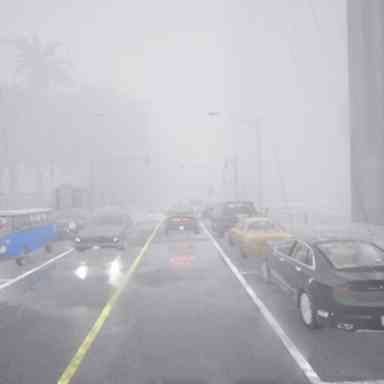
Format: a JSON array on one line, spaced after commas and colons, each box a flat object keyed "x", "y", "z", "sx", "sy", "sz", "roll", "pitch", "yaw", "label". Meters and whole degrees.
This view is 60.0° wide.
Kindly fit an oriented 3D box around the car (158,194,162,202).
[{"x": -8.980, "y": 1.723, "z": 81.517, "sx": 1.967, "sy": 1.590, "sz": 4.097, "roll": -1, "pitch": 0, "yaw": -2, "label": "car"}]

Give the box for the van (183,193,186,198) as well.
[{"x": -0.905, "y": 1.448, "z": 92.676, "sx": 1.690, "sy": 1.788, "sz": 3.998, "roll": -1, "pitch": 0, "yaw": -2, "label": "van"}]

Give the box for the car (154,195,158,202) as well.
[{"x": -8.321, "y": 1.701, "z": 65.269, "sx": 1.967, "sy": 1.590, "sz": 4.097, "roll": -1, "pitch": 0, "yaw": -2, "label": "car"}]

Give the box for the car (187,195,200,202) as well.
[{"x": 0.639, "y": 1.619, "z": 54.764, "sx": 1.947, "sy": 1.339, "sz": 4.313, "roll": -1, "pitch": 0, "yaw": -2, "label": "car"}]

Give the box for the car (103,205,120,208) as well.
[{"x": -6.805, "y": 1.773, "z": 28.021, "sx": 1.802, "sy": 1.307, "sz": 4.206, "roll": -2, "pitch": 0, "yaw": -2, "label": "car"}]

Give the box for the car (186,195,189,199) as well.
[{"x": 0.420, "y": 1.629, "z": 60.180, "sx": 1.947, "sy": 1.339, "sz": 4.313, "roll": -1, "pitch": 0, "yaw": -2, "label": "car"}]

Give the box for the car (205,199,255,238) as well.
[{"x": 2.145, "y": 1.294, "z": 17.508, "sx": 2.192, "sy": 1.841, "sz": 5.009, "roll": -2, "pitch": 0, "yaw": -2, "label": "car"}]

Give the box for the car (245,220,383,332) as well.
[{"x": 2.591, "y": 1.504, "z": 6.666, "sx": 2.008, "sy": 1.369, "sz": 4.403, "roll": -2, "pitch": 0, "yaw": -2, "label": "car"}]

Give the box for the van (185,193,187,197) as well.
[{"x": -0.026, "y": 1.421, "z": 71.012, "sx": 1.690, "sy": 1.788, "sz": 3.998, "roll": -1, "pitch": 0, "yaw": -2, "label": "van"}]

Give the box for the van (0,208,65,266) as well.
[{"x": -6.151, "y": 1.496, "z": 11.756, "sx": 1.690, "sy": 1.788, "sz": 3.998, "roll": -2, "pitch": 0, "yaw": -2, "label": "van"}]

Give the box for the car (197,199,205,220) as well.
[{"x": 1.711, "y": 1.569, "z": 28.349, "sx": 1.947, "sy": 1.339, "sz": 4.313, "roll": -2, "pitch": 0, "yaw": -2, "label": "car"}]

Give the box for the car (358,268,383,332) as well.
[{"x": 2.809, "y": 1.484, "z": 1.246, "sx": 1.887, "sy": 1.381, "sz": 4.507, "roll": -2, "pitch": 0, "yaw": -2, "label": "car"}]

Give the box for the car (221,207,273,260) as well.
[{"x": 2.363, "y": 1.492, "z": 12.257, "sx": 1.752, "sy": 1.417, "sz": 4.829, "roll": -2, "pitch": 0, "yaw": -2, "label": "car"}]

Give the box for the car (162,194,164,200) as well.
[{"x": -9.203, "y": 1.604, "z": 86.933, "sx": 2.192, "sy": 1.841, "sz": 5.009, "roll": -1, "pitch": 0, "yaw": -2, "label": "car"}]

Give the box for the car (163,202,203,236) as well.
[{"x": -0.596, "y": 1.547, "z": 18.976, "sx": 1.837, "sy": 1.490, "sz": 4.892, "roll": -1, "pitch": 0, "yaw": -2, "label": "car"}]

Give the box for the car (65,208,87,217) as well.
[{"x": -6.369, "y": 1.608, "z": 17.177, "sx": 1.967, "sy": 1.590, "sz": 4.097, "roll": -2, "pitch": 0, "yaw": -2, "label": "car"}]

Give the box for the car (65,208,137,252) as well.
[{"x": -3.593, "y": 1.650, "z": 14.755, "sx": 2.033, "sy": 1.411, "sz": 5.357, "roll": -1, "pitch": 0, "yaw": -2, "label": "car"}]

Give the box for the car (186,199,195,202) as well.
[{"x": -1.075, "y": 1.629, "z": 28.993, "sx": 1.994, "sy": 1.385, "sz": 4.181, "roll": -1, "pitch": 0, "yaw": -2, "label": "car"}]

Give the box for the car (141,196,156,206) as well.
[{"x": -8.098, "y": 1.802, "z": 59.854, "sx": 2.008, "sy": 1.369, "sz": 4.403, "roll": -1, "pitch": 0, "yaw": -2, "label": "car"}]
